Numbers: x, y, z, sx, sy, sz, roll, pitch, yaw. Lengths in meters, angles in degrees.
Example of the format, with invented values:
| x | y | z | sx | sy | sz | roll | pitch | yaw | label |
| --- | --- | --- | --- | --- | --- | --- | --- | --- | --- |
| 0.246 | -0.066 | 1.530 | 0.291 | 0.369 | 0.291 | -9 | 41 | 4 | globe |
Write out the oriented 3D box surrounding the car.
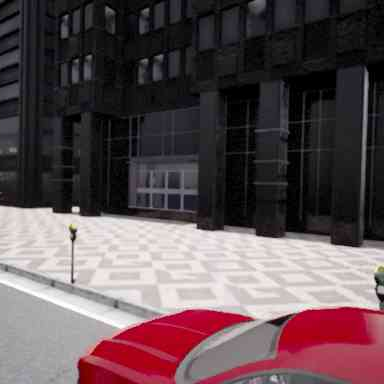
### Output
| x | y | z | sx | sy | sz | roll | pitch | yaw | label |
| --- | --- | --- | --- | --- | --- | --- | --- | --- | --- |
| 1.042 | 1.535 | 2.218 | 4.507 | 1.381 | 1.887 | 2 | 1 | 35 | car |
